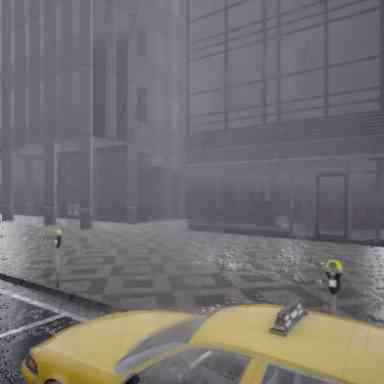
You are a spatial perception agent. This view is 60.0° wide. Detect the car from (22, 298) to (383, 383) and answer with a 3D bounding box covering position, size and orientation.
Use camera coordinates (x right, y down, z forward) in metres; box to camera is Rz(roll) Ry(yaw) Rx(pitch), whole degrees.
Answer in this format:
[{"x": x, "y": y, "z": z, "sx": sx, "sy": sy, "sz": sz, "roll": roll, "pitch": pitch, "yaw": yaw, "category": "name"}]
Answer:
[{"x": 0.502, "y": 1.526, "z": 2.604, "sx": 4.829, "sy": 1.417, "sz": 1.752, "roll": 0, "pitch": 0, "yaw": 36, "category": "car"}]
